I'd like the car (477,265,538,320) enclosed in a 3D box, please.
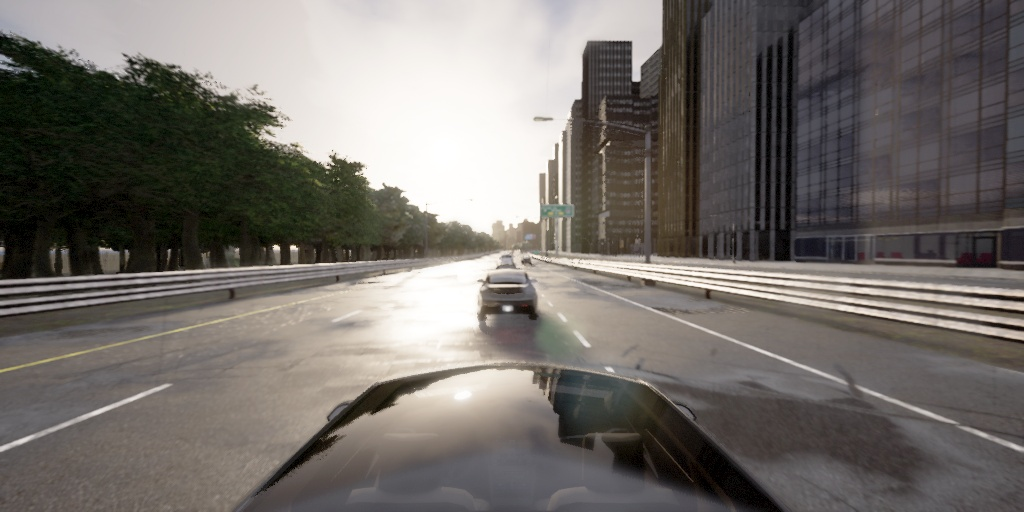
[{"bbox_3d":[-0.155,1.215,12.487,1.837,1.490,4.892,0,0,-1],"label":"car"}]

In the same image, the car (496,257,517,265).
[{"bbox_3d":[-0.529,1.107,34.477,2.128,1.511,4.902,0,0,-1],"label":"car"}]

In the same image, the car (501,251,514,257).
[{"bbox_3d":[-0.831,0.707,56.867,2.150,2.045,5.566,0,0,-1],"label":"car"}]
